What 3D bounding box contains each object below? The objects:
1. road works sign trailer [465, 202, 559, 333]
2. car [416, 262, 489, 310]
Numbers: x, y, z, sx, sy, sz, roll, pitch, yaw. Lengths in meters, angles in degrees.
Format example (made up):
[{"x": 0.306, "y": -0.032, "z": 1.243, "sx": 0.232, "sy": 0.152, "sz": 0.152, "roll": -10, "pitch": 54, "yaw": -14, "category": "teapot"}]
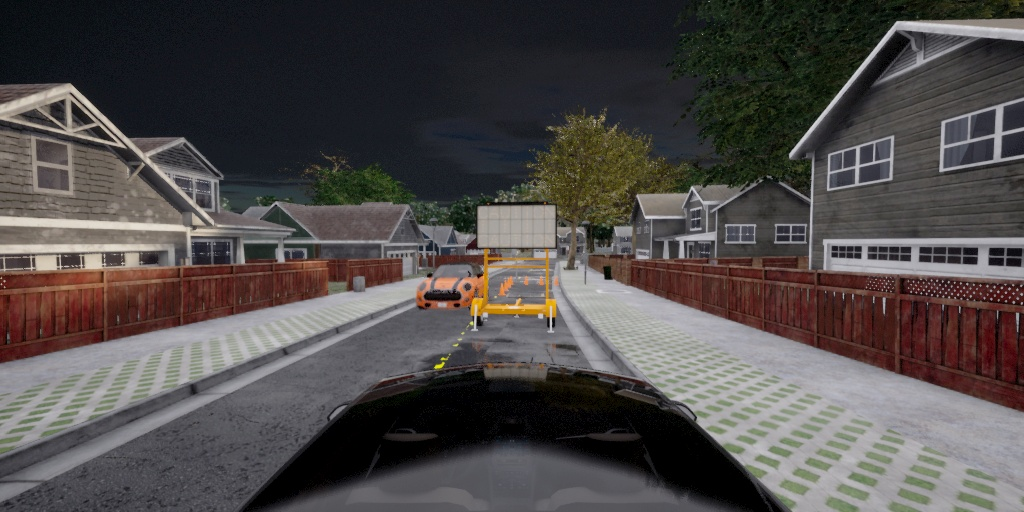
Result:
[{"x": 0.144, "y": 0.191, "z": 10.777, "sx": 2.380, "sy": 3.560, "sz": 2.880, "roll": 0, "pitch": 0, "yaw": 5, "category": "road works sign trailer"}, {"x": -2.208, "y": 1.056, "z": 14.338, "sx": 2.097, "sy": 1.767, "sz": 4.553, "roll": 0, "pitch": 0, "yaw": 4, "category": "car"}]
